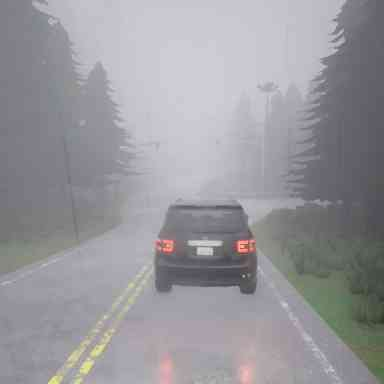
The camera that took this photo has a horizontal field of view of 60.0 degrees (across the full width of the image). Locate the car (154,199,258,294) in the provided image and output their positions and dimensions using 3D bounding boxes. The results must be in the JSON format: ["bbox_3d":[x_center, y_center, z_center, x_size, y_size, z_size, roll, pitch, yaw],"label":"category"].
[{"bbox_3d":[0.381,1.193,8.897,2.150,2.045,5.566,0,0,3],"label":"car"}]
